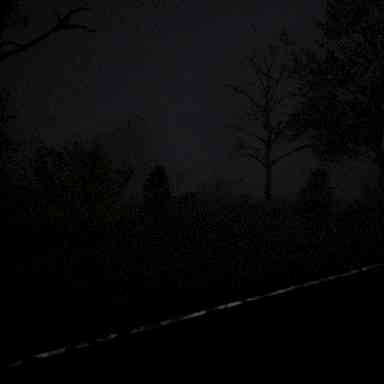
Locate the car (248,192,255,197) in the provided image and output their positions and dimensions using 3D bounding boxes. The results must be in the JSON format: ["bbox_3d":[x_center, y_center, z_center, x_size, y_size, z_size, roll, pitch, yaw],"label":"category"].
[{"bbox_3d":[11.881,0.804,70.542,2.033,1.411,5.357,-1,1,-35],"label":"car"}]
